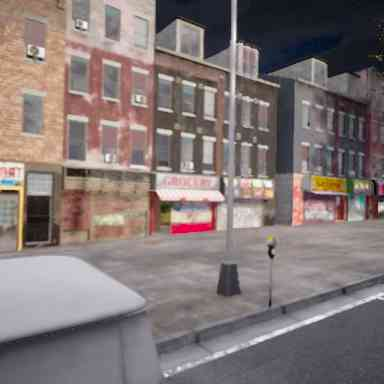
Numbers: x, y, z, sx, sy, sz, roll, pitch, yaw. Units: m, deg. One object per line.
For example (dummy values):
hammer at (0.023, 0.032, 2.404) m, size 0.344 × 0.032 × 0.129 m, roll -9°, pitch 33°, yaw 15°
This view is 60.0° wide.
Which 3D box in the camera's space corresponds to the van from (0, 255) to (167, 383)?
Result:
van at (-2.026, 1.341, 1.333) m, size 3.998 × 1.788 × 1.690 m, roll 0°, pitch 2°, yaw -35°
